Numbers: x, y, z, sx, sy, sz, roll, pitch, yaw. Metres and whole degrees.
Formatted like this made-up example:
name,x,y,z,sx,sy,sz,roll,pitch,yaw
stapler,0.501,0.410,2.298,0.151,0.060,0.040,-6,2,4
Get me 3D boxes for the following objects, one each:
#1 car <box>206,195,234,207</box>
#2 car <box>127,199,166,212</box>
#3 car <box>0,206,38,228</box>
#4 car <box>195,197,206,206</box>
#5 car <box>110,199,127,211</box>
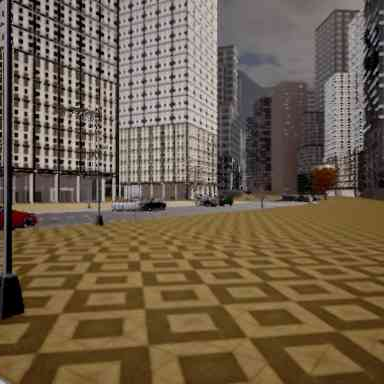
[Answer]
name,x,y,z,sx,sy,sz,roll,pitch,yaw
car,5.094,1.509,56.312,2.150,2.045,5.566,0,0,32
car,-5.167,1.563,40.930,2.128,1.511,4.902,0,0,34
car,-11.527,1.509,19.875,1.994,1.385,4.181,0,0,34
car,2.353,1.693,58.058,2.128,1.511,4.902,0,0,32
car,-8.217,1.590,42.211,1.812,1.442,4.674,0,0,34
